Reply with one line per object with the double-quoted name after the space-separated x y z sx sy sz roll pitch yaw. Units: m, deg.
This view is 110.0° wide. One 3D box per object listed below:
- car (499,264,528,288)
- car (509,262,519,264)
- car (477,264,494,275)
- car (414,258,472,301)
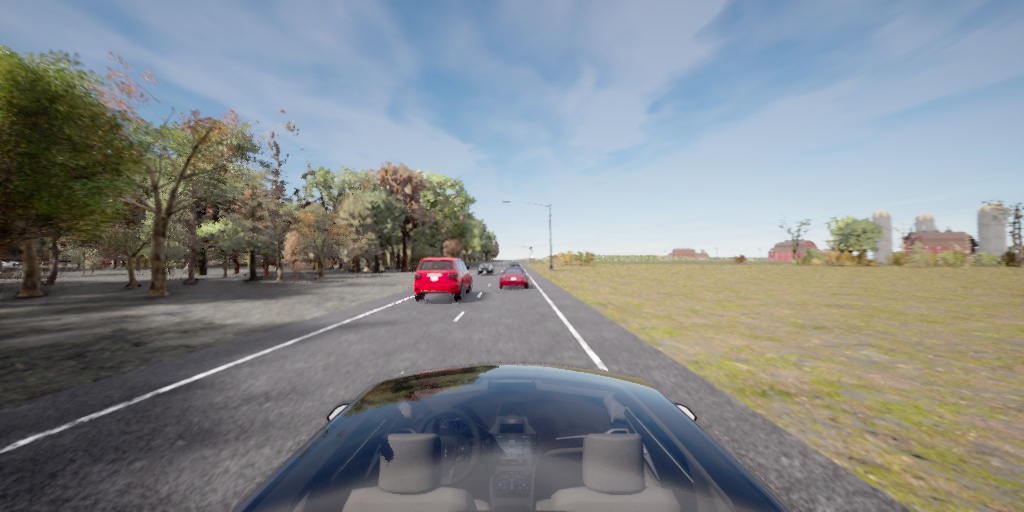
0.121 1.475 25.524 1.994 1.385 4.181 0 0 0 "car"
0.315 1.580 51.676 1.837 1.490 4.892 0 -1 0 "car"
-3.230 1.665 45.424 1.895 1.301 4.718 0 0 0 "car"
-3.433 1.114 18.615 2.150 2.045 5.566 0 0 0 "car"
